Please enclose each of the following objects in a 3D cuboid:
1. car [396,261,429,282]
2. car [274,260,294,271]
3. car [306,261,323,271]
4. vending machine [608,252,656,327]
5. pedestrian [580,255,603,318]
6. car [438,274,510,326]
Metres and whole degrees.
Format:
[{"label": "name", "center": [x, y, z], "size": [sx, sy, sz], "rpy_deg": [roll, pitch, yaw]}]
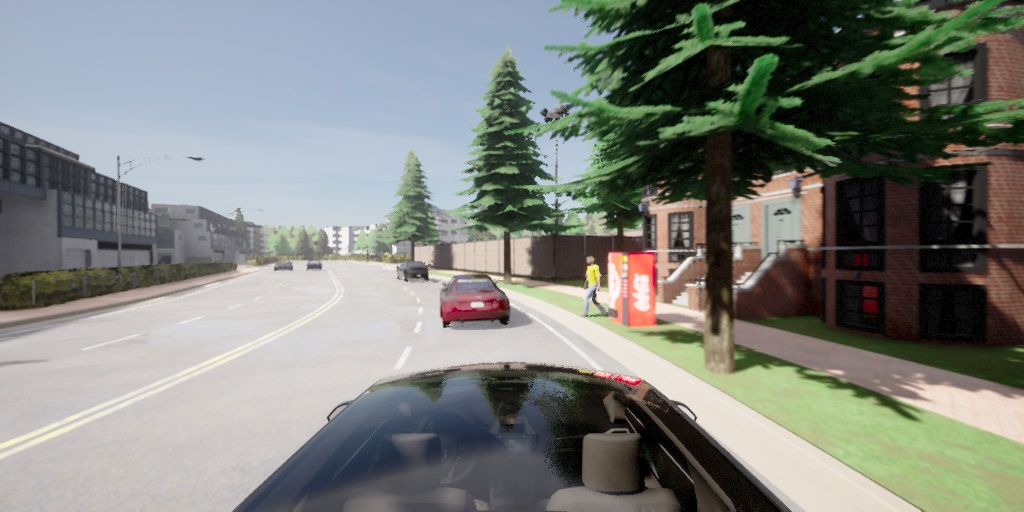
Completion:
[{"label": "car", "center": [-7.796, 1.161, 27.960], "size": [1.837, 1.490, 4.892], "rpy_deg": [0, 0, -27]}, {"label": "car", "center": [-29.845, 1.285, 46.995], "size": [1.994, 1.385, 4.181], "rpy_deg": [-1, 0, -28]}, {"label": "car", "center": [-26.691, 1.274, 48.517], "size": [1.895, 1.301, 4.718], "rpy_deg": [-1, 0, -28]}, {"label": "vending machine", "center": [3.201, 0.878, 9.615], "size": [1.100, 2.100, 0.880], "rpy_deg": [0, 0, -10]}, {"label": "pedestrian", "center": [2.282, 0.827, 10.332], "size": [0.375, 1.860, 0.375], "rpy_deg": [0, 0, -10]}, {"label": "car", "center": [-1.334, 1.267, 11.593], "size": [1.994, 1.385, 4.181], "rpy_deg": [0, 0, -12]}]
